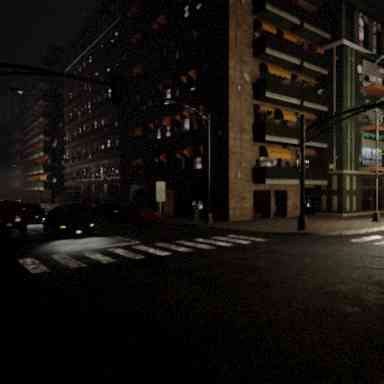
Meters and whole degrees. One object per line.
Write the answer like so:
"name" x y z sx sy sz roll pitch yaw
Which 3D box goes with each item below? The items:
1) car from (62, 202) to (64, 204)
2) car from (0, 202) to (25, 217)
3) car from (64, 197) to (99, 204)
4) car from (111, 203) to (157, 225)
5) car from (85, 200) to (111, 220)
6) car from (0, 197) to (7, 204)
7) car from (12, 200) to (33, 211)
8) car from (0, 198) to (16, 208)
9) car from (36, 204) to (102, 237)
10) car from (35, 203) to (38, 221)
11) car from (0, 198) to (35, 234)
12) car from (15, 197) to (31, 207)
"car" -14.059 1.721 38.046 2.008 1.369 4.403 -1 0 -37
"car" -18.947 1.775 34.727 1.994 1.385 4.181 0 0 -37
"car" -10.750 1.447 33.570 2.192 1.841 5.009 -1 0 -37
"car" -4.116 1.638 24.623 1.802 1.307 4.206 -1 0 -37
"car" -7.430 1.660 29.097 1.947 1.339 4.313 -1 0 -37
"car" -47.404 2.090 82.849 1.752 1.417 4.829 -1 0 -37
"car" -23.933 1.879 46.827 1.895 1.301 4.718 0 0 -36
"car" -32.322 1.854 58.149 1.882 1.535 5.008 0 0 -36
"car" -7.117 1.622 18.804 2.033 1.411 5.357 0 0 -34
"car" -13.019 1.647 26.714 1.837 1.490 4.892 0 0 -37
"car" -11.090 1.428 19.502 2.192 1.841 5.009 -1 0 -37
"car" -30.720 1.806 60.351 1.967 1.590 4.097 -1 0 -37
